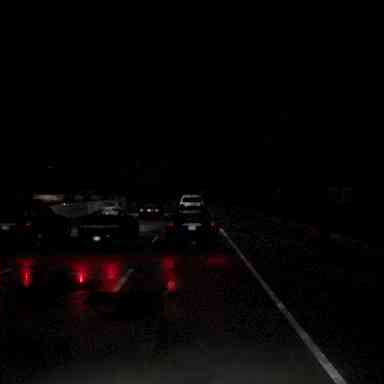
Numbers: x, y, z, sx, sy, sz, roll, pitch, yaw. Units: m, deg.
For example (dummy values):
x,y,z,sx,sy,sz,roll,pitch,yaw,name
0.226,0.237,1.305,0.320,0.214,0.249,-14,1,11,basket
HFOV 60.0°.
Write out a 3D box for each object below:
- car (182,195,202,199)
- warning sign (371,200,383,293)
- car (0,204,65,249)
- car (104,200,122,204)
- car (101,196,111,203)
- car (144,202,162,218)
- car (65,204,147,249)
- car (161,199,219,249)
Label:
x,y,z,sx,sy,sz,roll,pitch,yaw,name
0.000,1.257,29.680,2.150,2.045,5.566,0,0,0,car
4.550,1.114,6.715,1.300,1.860,1.060,0,0,0,warning sign
-7.000,1.365,14.620,2.097,1.767,4.553,0,0,0,car
-7.000,1.532,29.650,1.812,1.442,4.674,0,0,0,car
-18.506,1.583,71.047,1.895,1.301,4.718,0,0,-17,car
-3.500,1.563,29.650,2.033,1.411,5.357,0,0,0,car
-3.500,1.494,14.650,2.128,1.511,4.902,0,0,0,car
0.000,1.365,14.620,2.097,1.767,4.553,0,0,0,car
